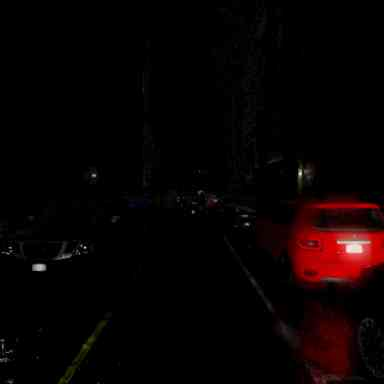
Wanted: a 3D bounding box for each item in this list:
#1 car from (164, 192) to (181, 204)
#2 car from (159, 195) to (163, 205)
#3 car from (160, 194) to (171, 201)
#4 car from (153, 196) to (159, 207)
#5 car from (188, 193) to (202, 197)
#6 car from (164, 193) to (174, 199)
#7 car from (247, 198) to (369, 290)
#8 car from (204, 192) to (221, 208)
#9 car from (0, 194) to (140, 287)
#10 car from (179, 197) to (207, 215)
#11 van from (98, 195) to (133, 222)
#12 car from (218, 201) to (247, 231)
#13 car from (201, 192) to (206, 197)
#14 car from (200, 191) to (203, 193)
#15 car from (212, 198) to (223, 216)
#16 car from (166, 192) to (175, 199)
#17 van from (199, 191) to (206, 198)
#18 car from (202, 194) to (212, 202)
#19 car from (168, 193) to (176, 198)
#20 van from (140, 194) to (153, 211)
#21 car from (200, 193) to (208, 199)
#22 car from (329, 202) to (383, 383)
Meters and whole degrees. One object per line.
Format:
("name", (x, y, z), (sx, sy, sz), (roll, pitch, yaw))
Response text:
("car", (-2.974, 1.004, 55.753), (2.097, 1.767, 4.553), (0, 0, 0))
("car", (-5.650, 1.261, 47.704), (1.947, 1.339, 4.313), (0, 0, 0))
("car", (-5.640, 1.099, 70.298), (1.887, 1.381, 4.507), (0, 0, 0))
("car", (-5.653, 1.257, 41.885), (1.752, 1.417, 4.829), (0, 0, 0))
("car", (0.095, 1.222, 44.310), (1.837, 1.490, 4.892), (0, 1, 0))
("car", (-5.635, 1.036, 81.596), (2.008, 1.369, 4.403), (0, 0, 0))
("car", (3.111, 1.164, 9.055), (2.150, 2.045, 5.566), (0, 0, 0))
("car", (2.871, 1.170, 42.056), (1.967, 1.590, 4.097), (0, 0, 0))
("car", (-3.095, 1.161, 9.506), (2.150, 2.045, 5.566), (0, 0, 0))
("car", (0.097, 1.404, 30.615), (1.895, 1.301, 4.718), (0, 0, 0))
("van", (-5.662, 1.180, 25.107), (1.690, 1.788, 3.998), (0, 0, 0))
("car", (2.862, 1.426, 19.463), (2.008, 1.369, 4.403), (0, 0, 0))
("car", (2.876, 1.100, 53.353), (1.967, 1.590, 4.097), (0, 0, 0))
("car", (2.879, 1.065, 59.001), (1.967, 1.590, 4.097), (0, 0, 0))
("car", (2.864, 1.389, 25.112), (2.008, 1.369, 4.403), (0, 0, 0))
("car", (-5.633, 0.891, 87.244), (1.967, 1.590, 4.097), (0, 0, 0))
("van", (2.894, 0.757, 92.891), (1.690, 1.788, 3.998), (0, 0, 0))
("car", (2.883, 1.134, 64.650), (1.887, 1.381, 4.507), (0, 0, 0))
("car", (-5.629, 0.967, 92.893), (2.008, 1.369, 4.403), (0, 0, 0))
("van", (-5.657, 1.107, 36.405), (1.690, 1.788, 3.998), (0, 0, 0))
("car", (2.890, 1.030, 81.595), (1.887, 1.381, 4.507), (0, 0, 0))
("car", (3.107, 1.214, 2.055), (2.150, 2.045, 5.566), (0, 0, 0))
